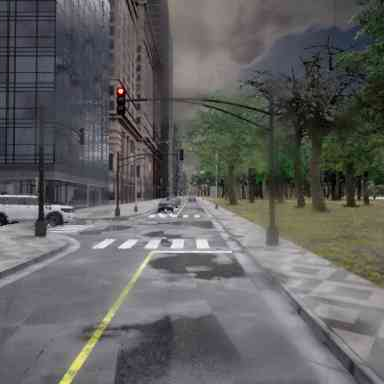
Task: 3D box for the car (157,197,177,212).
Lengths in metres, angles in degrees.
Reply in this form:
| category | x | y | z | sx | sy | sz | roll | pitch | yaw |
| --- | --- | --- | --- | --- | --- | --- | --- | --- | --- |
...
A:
| category | x | y | z | sx | sy | sz | roll | pitch | yaw |
| --- | --- | --- | --- | --- | --- | --- | --- | --- | --- |
| car | -3.083 | 1.627 | 39.411 | 2.033 | 1.411 | 5.357 | 0 | 0 | -4 |

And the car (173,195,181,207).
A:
| category | x | y | z | sx | sy | sz | roll | pitch | yaw |
| --- | --- | --- | --- | --- | --- | --- | --- | --- | --- |
| car | -3.041 | 1.624 | 49.544 | 1.837 | 1.490 | 4.892 | 0 | 0 | 0 |

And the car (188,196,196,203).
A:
| category | x | y | z | sx | sy | sz | roll | pitch | yaw |
| --- | --- | --- | --- | --- | --- | --- | --- | --- | --- |
| car | 0.090 | 1.774 | 79.422 | 2.128 | 1.511 | 4.902 | 0 | 0 | 0 |

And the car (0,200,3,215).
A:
| category | x | y | z | sx | sy | sz | roll | pitch | yaw |
| --- | --- | --- | --- | --- | --- | --- | --- | --- | --- |
| car | -13.524 | 1.367 | 18.881 | 4.097 | 1.590 | 1.967 | 0 | -2 | -1 |

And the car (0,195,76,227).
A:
| category | x | y | z | sx | sy | sz | roll | pitch | yaw |
| --- | --- | --- | --- | --- | --- | --- | --- | --- | --- |
| car | -10.649 | 1.231 | 22.059 | 5.566 | 2.045 | 2.150 | 0 | -1 | -9 |
